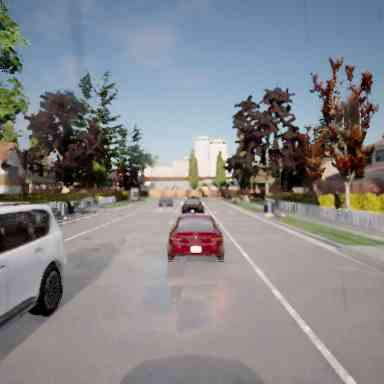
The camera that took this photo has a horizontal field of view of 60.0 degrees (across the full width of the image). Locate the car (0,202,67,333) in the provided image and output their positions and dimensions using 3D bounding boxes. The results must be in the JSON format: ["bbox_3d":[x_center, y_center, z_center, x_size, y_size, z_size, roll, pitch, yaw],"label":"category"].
[{"bbox_3d":[-3.594,1.208,4.531,2.150,2.045,5.566,0,0,0],"label":"car"}]

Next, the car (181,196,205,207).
[{"bbox_3d":[0.062,1.349,28.852,1.882,1.535,5.008,0,0,0],"label":"car"}]

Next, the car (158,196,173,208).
[{"bbox_3d":[-3.488,1.305,44.894,2.033,1.411,5.357,0,0,0],"label":"car"}]

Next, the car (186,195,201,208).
[{"bbox_3d":[0.201,1.262,45.699,1.837,1.490,4.892,0,0,0],"label":"car"}]

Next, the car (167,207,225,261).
[{"bbox_3d":[0.123,1.494,11.983,1.812,1.442,4.674,0,0,0],"label":"car"}]
